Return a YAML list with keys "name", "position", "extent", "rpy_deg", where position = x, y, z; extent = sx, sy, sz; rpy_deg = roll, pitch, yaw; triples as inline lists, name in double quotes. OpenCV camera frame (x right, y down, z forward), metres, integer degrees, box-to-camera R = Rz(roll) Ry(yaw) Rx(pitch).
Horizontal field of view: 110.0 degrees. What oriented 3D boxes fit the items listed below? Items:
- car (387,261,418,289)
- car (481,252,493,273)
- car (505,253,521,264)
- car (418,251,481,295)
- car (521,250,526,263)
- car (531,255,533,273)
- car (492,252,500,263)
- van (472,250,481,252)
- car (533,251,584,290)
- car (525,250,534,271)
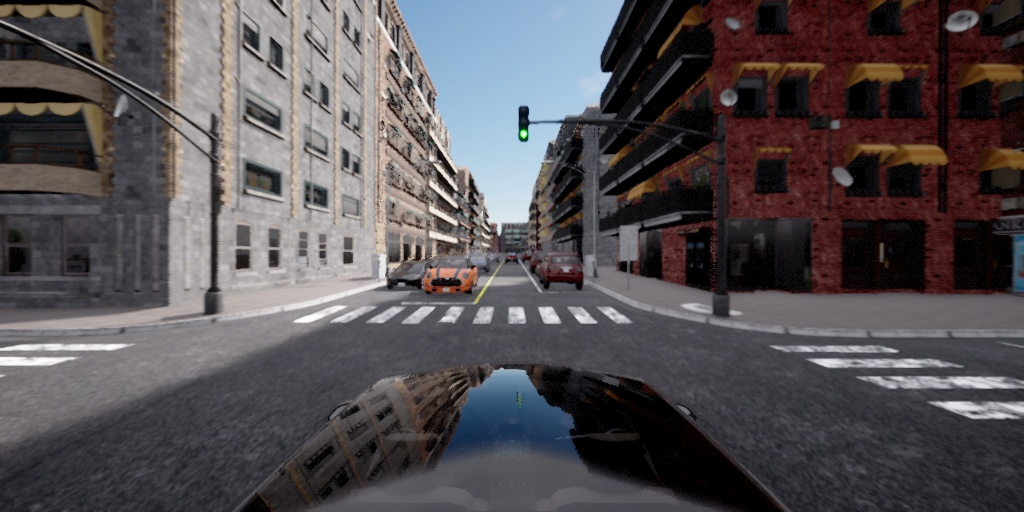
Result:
- name: "car"
  position: [-5.331, 0.949, 19.442]
  extent: [1.948, 1.339, 4.313]
  rpy_deg: [0, 0, 0]
- name: "car"
  position: [-2.879, 0.669, 31.025]
  extent: [1.812, 1.442, 4.674]
  rpy_deg: [0, 1, 0]
- name: "car"
  position: [-0.046, 0.317, 48.639]
  extent: [1.837, 1.490, 4.892]
  rpy_deg: [0, 1, 0]
- name: "car"
  position: [-2.816, 0.792, 17.296]
  extent: [2.097, 1.767, 4.553]
  rpy_deg: [0, 1, -1]
- name: "car"
  position: [2.513, 0.060, 52.845]
  extent: [2.192, 1.841, 5.009]
  rpy_deg: [0, 0, 0]
- name: "car"
  position: [2.544, 0.817, 25.225]
  extent: [1.751, 1.417, 4.829]
  rpy_deg: [0, 0, 0]
- name: "car"
  position: [-2.808, 0.217, 52.868]
  extent: [2.128, 1.511, 4.902]
  rpy_deg: [0, 1, 0]
- name: "van"
  position: [-5.368, 0.056, 52.801]
  extent: [1.690, 1.789, 3.998]
  rpy_deg: [0, 0, 0]
- name: "car"
  position: [2.550, 0.726, 19.497]
  extent: [2.192, 1.841, 5.009]
  rpy_deg: [0, 0, 0]
- name: "car"
  position: [2.538, 0.488, 30.617]
  extent: [2.192, 1.841, 5.009]
  rpy_deg: [0, 0, 0]
